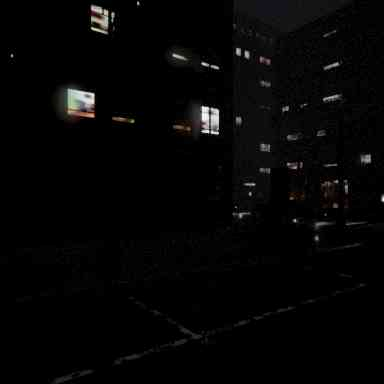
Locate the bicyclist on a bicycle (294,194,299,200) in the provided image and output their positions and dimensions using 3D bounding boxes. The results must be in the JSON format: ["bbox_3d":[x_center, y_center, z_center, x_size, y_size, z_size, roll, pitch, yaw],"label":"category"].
[{"bbox_3d":[11.451,1.011,36.190,1.656,1.620,0.582,0,1,-36],"label":"bicyclist on a bicycle"}]

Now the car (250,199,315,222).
[{"bbox_3d":[6.206,1.342,24.168,2.008,1.369,4.403,1,0,-36],"label":"car"}]

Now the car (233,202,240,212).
[{"bbox_3d":[2.723,1.167,33.332,1.837,1.490,4.892,0,1,-36],"label":"car"}]

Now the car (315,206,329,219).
[{"bbox_3d":[8.223,1.318,25.813,1.812,1.442,4.674,0,1,-37],"label":"car"}]
